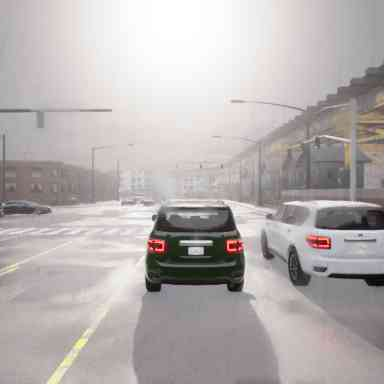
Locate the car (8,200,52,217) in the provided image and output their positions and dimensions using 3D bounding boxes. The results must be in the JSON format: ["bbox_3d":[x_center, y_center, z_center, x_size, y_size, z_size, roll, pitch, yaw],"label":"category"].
[{"bbox_3d":[-15.600,1.493,30.818,4.902,1.511,2.128,0,0,-9],"label":"car"}]

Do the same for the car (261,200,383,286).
[{"bbox_3d":[3.526,1.246,9.614,2.150,2.045,5.566,0,0,0],"label":"car"}]

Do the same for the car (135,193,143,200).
[{"bbox_3d":[-10.792,1.276,66.528,2.150,2.045,5.566,0,1,0],"label":"car"}]

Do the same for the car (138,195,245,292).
[{"bbox_3d":[0.030,1.236,9.116,2.150,2.045,5.566,0,0,-1],"label":"car"}]

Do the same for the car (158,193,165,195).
[{"bbox_3d":[-7.320,1.310,77.997,2.150,2.045,5.566,0,0,0],"label":"car"}]

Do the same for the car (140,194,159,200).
[{"bbox_3d":[-7.317,1.606,58.103,2.033,1.411,5.357,0,0,0],"label":"car"}]

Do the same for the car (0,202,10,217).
[{"bbox_3d":[-17.312,1.589,26.125,4.718,1.301,1.895,0,0,9],"label":"car"}]

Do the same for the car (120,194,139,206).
[{"bbox_3d":[-10.809,1.573,56.869,1.812,1.442,4.674,0,0,0],"label":"car"}]

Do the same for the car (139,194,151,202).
[{"bbox_3d":[-10.815,1.429,76.621,2.097,1.767,4.553,0,0,0],"label":"car"}]
